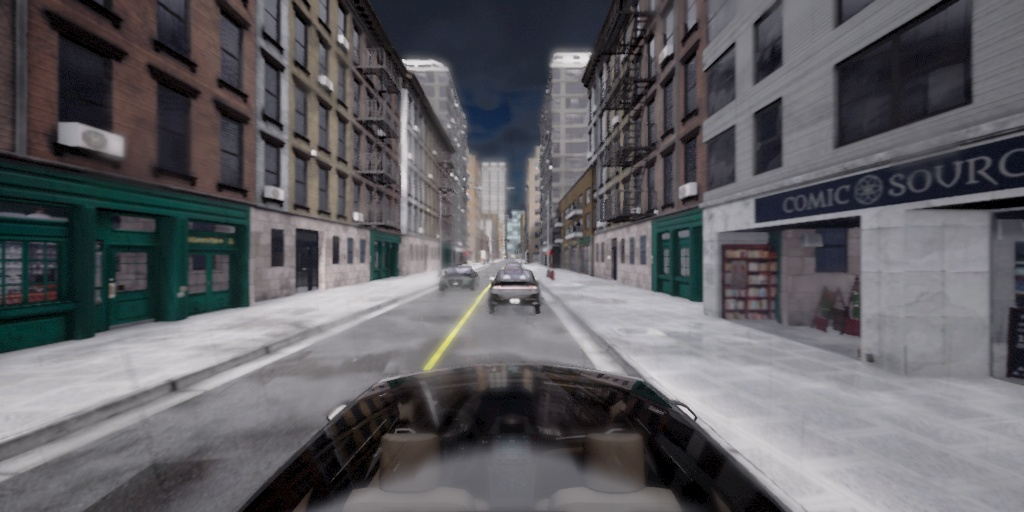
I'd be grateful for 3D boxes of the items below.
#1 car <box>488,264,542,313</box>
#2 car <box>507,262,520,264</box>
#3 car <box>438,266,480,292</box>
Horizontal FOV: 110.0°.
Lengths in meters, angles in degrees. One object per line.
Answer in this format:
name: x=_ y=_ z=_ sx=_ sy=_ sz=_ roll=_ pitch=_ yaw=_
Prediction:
car: x=0.109 y=1.230 z=13.890 sx=2.128 sy=1.511 sz=4.902 roll=0 pitch=0 yaw=0
car: x=0.121 y=1.279 z=34.012 sx=2.033 sy=1.411 sz=5.357 roll=0 pitch=0 yaw=0
car: x=-3.002 y=1.298 z=21.167 sx=1.994 sy=1.385 sz=4.181 roll=0 pitch=0 yaw=1
